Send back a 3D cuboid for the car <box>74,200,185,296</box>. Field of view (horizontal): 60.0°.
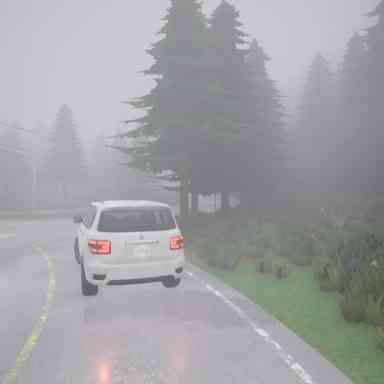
[{"bbox_3d":[-1.917,1.221,9.031,2.150,2.045,5.566,0,0,-20],"label":"car"}]
